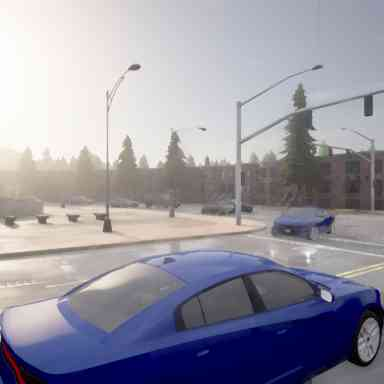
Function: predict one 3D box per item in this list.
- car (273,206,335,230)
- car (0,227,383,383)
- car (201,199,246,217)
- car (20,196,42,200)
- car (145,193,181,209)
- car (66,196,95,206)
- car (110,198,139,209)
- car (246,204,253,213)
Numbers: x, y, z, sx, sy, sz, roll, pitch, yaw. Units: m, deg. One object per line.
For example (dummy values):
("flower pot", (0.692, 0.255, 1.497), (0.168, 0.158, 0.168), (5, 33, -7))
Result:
("car", (5.849, 1.478, 17.008), (1.882, 1.535, 5.008), (2, 1, 37))
("car", (0.427, 1.478, 4.100), (5.008, 1.535, 1.882), (0, 0, -35))
("car", (2.727, 1.564, 31.886), (1.994, 1.385, 4.181), (0, 0, -37))
("car", (-29.923, 1.505, 60.651), (4.892, 1.490, 1.837), (0, 0, 5))
("car", (-4.094, 1.222, 45.597), (5.566, 2.045, 2.150), (0, 0, 41))
("car", (-18.208, 1.477, 54.480), (5.008, 1.535, 1.882), (0, 0, 22))
("car", (-9.161, 1.564, 45.317), (4.181, 1.385, 1.994), (0, 0, 37))
("car", (4.307, 1.478, 35.629), (1.882, 1.535, 5.008), (0, 0, -37))
